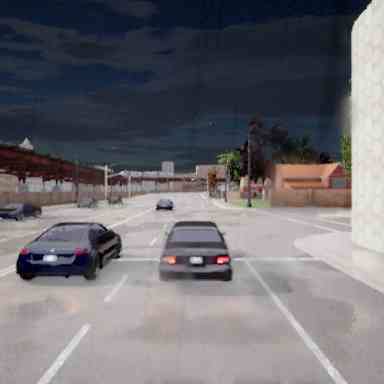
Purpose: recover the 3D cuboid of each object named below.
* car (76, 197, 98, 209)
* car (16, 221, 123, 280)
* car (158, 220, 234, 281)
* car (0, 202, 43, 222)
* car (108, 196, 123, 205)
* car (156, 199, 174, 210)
[{"bbox_3d":[-14.087,1.524,45.024,1.837,1.490,4.892,0,0,0],"label":"car"},{"bbox_3d":[-3.408,1.568,10.012,1.994,1.385,4.181,0,0,0],"label":"car"},{"bbox_3d":[0.093,1.552,9.842,2.033,1.411,5.357,0,0,0],"label":"car"},{"bbox_3d":[-14.097,1.559,27.127,2.033,1.411,5.357,0,0,0],"label":"car"},{"bbox_3d":[-14.035,1.530,61.014,1.837,1.490,4.892,0,0,1],"label":"car"},{"bbox_3d":[-3.394,1.582,42.422,1.994,1.385,4.181,0,0,0],"label":"car"}]
